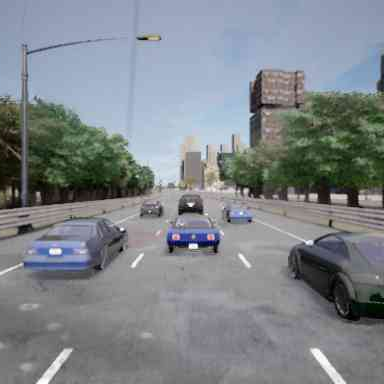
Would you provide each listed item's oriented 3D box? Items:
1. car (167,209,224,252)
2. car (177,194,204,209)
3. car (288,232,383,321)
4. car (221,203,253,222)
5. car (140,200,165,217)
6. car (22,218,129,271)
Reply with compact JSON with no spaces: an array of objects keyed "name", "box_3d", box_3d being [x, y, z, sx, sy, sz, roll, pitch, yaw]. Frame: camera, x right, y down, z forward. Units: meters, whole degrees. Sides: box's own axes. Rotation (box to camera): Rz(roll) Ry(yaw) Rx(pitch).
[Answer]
[{"name":"car","box_3d":[0.037,1.595,13.774,1.895,1.301,4.718,0,0,0]},{"name":"car","box_3d":[-0.134,1.211,30.084,2.150,2.045,5.566,0,0,-1]},{"name":"car","box_3d":[3.573,1.560,7.292,1.994,1.385,4.181,0,0,0]},{"name":"car","box_3d":[3.424,1.537,25.889,2.033,1.411,5.357,0,0,0]},{"name":"car","box_3d":[-3.648,1.482,30.978,2.128,1.511,4.902,0,0,-1]},{"name":"car","box_3d":[-3.440,1.544,10.871,2.033,1.411,5.357,0,0,0]}]
